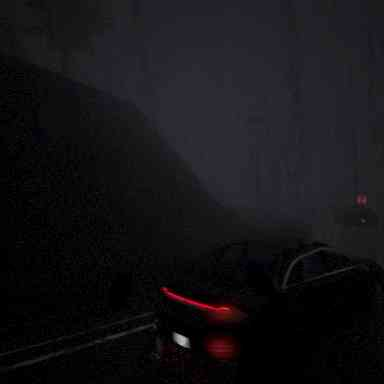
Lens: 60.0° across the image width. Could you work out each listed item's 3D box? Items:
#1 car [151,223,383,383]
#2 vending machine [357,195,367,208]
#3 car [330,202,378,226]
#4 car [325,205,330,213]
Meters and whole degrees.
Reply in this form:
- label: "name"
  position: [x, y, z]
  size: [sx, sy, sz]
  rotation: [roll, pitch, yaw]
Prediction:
- label: "car"
  position: [1.627, 1.521, 5.552]
  size: [4.902, 1.511, 2.128]
  rotation: [0, 0, -44]
- label: "vending machine"
  position: [26.441, 1.463, 51.678]
  size: [1.100, 2.100, 0.880]
  rotation: [0, 0, -8]
- label: "car"
  position: [10.970, 1.595, 22.571]
  size: [1.882, 1.535, 5.008]
  rotation: [0, 0, 13]
- label: "car"
  position: [16.140, 1.789, 36.298]
  size: [1.895, 1.301, 4.718]
  rotation: [0, 0, 2]
